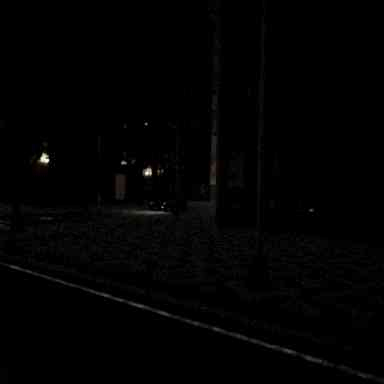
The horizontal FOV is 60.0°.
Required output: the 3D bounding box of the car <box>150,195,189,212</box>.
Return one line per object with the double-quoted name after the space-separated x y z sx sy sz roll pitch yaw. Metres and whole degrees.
-2.344 1.085 35.077 2.097 1.767 4.553 1 0 36 "car"
